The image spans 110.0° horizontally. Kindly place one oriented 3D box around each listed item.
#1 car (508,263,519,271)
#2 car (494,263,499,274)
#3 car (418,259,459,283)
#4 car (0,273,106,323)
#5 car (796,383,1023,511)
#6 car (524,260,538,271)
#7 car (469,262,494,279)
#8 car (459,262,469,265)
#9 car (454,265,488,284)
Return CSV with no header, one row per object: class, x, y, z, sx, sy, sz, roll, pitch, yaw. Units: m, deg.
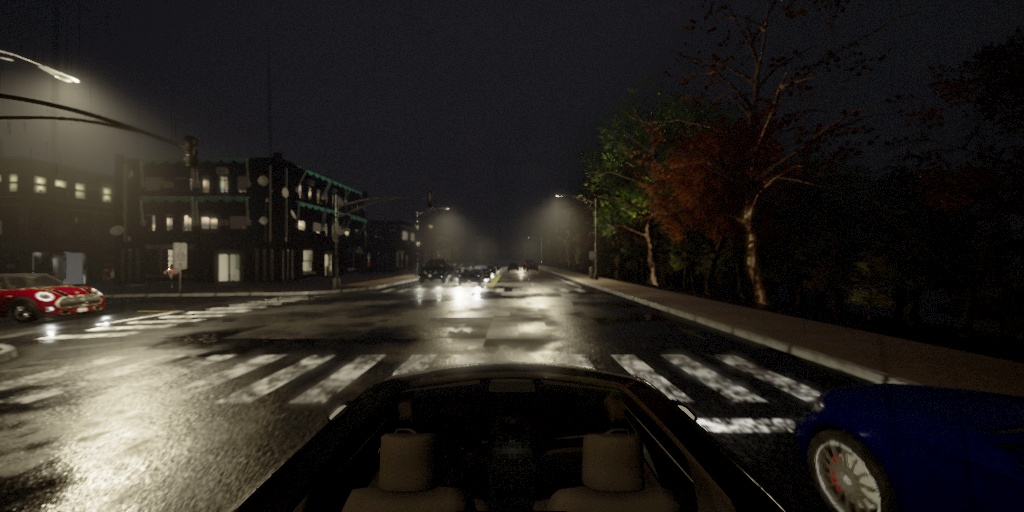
car,0.190,1.860,61.653,1.837,1.490,4.892,0,-1,0
car,-3.266,1.801,49.917,1.994,1.385,4.181,0,-1,0
car,-6.533,1.275,31.667,2.150,2.045,5.566,0,-1,2
car,-18.089,1.421,13.213,4.553,1.767,2.097,-1,0,-1
car,3.355,1.270,1.110,1.812,1.442,4.674,0,0,0
car,3.441,1.832,61.514,1.882,1.535,5.008,0,-1,0
car,-3.292,1.689,38.669,1.994,1.385,4.181,0,-1,0
car,-6.539,1.660,41.723,1.837,1.490,4.892,0,-1,0
car,-3.311,1.637,29.848,1.895,1.301,4.718,0,-1,0
